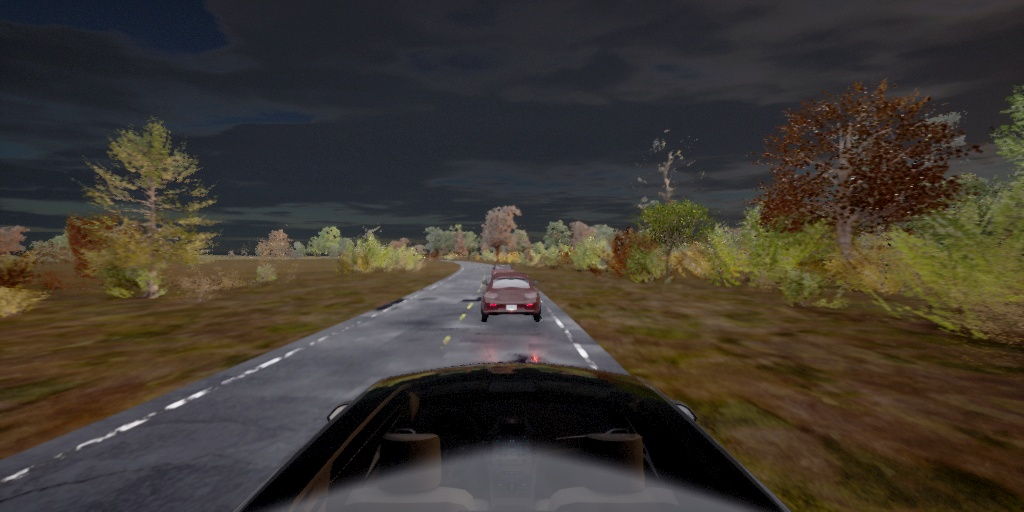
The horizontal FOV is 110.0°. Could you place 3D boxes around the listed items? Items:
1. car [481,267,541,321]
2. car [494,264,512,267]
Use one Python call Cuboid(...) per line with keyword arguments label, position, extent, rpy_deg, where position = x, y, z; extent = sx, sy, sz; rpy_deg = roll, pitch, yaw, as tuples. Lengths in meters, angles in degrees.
Cuboid(label="car", position=(-0.063, 1.276, 12.344), extent=(1.812, 1.442, 4.674), rpy_deg=(0, 0, -1))
Cuboid(label="car", position=(-0.798, 1.353, 30.194), extent=(1.895, 1.301, 4.718), rpy_deg=(0, 0, -3))
